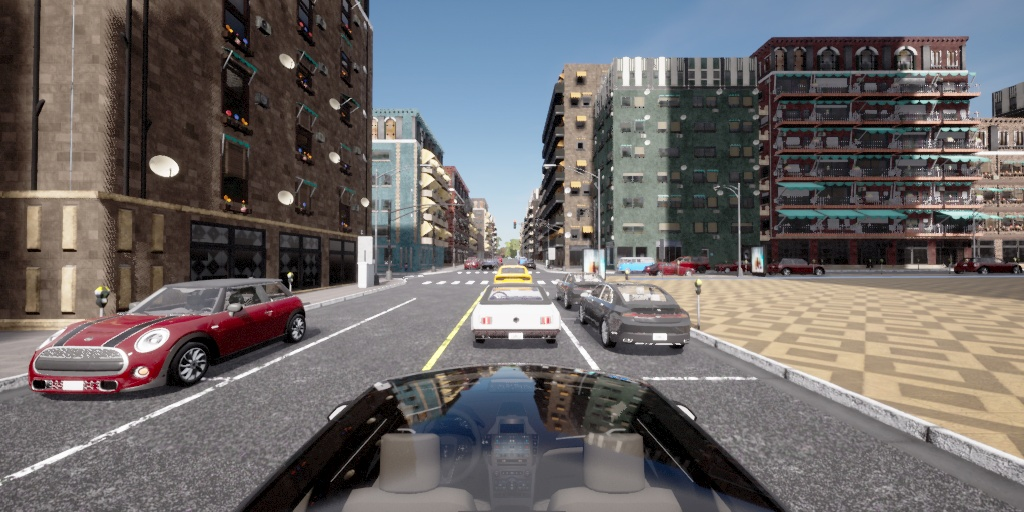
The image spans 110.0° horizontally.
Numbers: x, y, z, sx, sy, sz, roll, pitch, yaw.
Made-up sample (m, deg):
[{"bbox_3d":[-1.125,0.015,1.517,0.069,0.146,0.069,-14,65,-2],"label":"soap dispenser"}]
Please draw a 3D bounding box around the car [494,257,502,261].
[{"bbox_3d":[-3.218,1.319,60.148,2.033,1.411,5.357,0,0,0],"label":"car"}]

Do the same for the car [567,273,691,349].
[{"bbox_3d":[2.804,1.303,9.002,2.007,1.370,4.403,0,0,0],"label":"car"}]

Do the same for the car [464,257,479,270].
[{"bbox_3d":[-5.807,1.083,52.785,2.192,1.841,5.009,0,0,0],"label":"car"}]

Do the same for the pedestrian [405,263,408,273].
[{"bbox_3d":[-12.623,1.097,42.694,0.375,1.860,0.375,0,0,0],"label":"pedestrian"}]

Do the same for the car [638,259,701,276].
[{"bbox_3d":[13.640,1.163,31.224,4.207,1.307,1.802,0,0,0],"label":"car"}]

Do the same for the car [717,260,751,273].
[{"bbox_3d":[24.739,1.165,39.550,4.507,1.381,1.888,0,0,0],"label":"car"}]

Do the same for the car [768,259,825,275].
[{"bbox_3d":[24.696,0.936,31.170,4.097,1.591,1.967,0,0,0],"label":"car"}]

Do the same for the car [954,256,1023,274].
[{"bbox_3d":[41.277,0.812,31.089,4.097,1.591,1.967,0,0,0],"label":"car"}]

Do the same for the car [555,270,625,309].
[{"bbox_3d":[2.791,1.304,14.572,2.007,1.370,4.403,0,0,0],"label":"car"}]

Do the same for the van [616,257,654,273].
[{"bbox_3d":[13.683,1.046,39.604,3.998,1.789,1.690,0,0,0],"label":"van"}]

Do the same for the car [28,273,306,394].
[{"bbox_3d":[-5.830,1.191,6.747,1.967,1.591,4.097,0,0,0],"label":"car"}]

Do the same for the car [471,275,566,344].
[{"bbox_3d":[0.081,1.353,9.585,1.895,1.301,4.718,0,0,0],"label":"car"}]

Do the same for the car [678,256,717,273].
[{"bbox_3d":[19.211,0.977,39.577,5.009,1.841,2.192,0,0,0],"label":"car"}]

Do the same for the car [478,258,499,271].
[{"bbox_3d":[-3.228,1.368,50.455,1.895,1.301,4.718,0,0,1],"label":"car"}]

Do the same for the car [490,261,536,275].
[{"bbox_3d":[0.053,1.233,19.038,1.882,1.535,5.008,0,0,0],"label":"car"}]

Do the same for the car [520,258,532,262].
[{"bbox_3d":[2.574,1.334,52.764,1.948,1.339,4.313,0,0,0],"label":"car"}]
